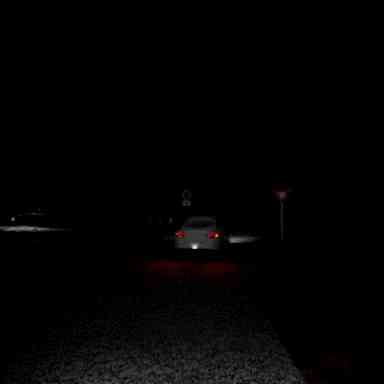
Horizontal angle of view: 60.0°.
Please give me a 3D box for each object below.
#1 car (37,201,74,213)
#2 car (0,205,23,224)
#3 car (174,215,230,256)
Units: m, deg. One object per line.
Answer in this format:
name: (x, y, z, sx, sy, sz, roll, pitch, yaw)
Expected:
car: (-17.730, 1.955, 43.436, 1.837, 1.490, 4.892, -1, -1, 32)
car: (-14.924, 1.763, 26.153, 4.902, 1.511, 2.128, -1, -1, 44)
car: (0.498, 1.668, 13.713, 1.812, 1.442, 4.674, 0, -1, 10)
